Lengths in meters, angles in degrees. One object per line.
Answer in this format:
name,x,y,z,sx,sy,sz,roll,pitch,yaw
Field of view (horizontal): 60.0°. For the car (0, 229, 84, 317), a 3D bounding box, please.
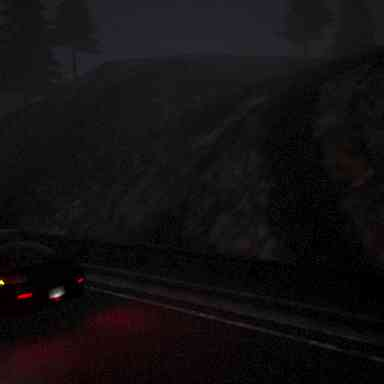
car,-4.165,1.485,6.723,4.674,1.442,1.812,0,0,33
